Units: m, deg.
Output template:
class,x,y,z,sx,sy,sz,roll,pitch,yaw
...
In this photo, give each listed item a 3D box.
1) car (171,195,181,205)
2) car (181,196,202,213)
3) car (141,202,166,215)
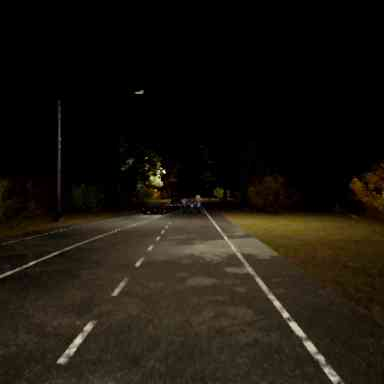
class,x,y,z,sx,sy,sz,roll,pitch,yaw
car,-3.486,1.747,73.472,2.150,2.045,5.566,0,0,0
car,0.007,1.664,40.911,2.097,1.767,4.553,0,0,0
car,-4.327,1.843,38.400,2.033,1.411,5.357,0,0,7
